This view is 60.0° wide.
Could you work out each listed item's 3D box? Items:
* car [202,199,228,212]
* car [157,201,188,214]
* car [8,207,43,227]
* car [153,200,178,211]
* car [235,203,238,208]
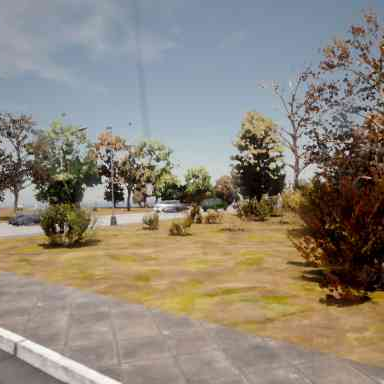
[{"bbox_3d":[3.715,2.100,53.502,2.150,2.045,5.566,-3,-2,32],"label":"car"},{"bbox_3d":[-2.527,2.492,50.389,2.128,1.511,4.902,-3,-2,32],"label":"car"},{"bbox_3d":[-14.741,2.455,31.034,1.994,1.385,4.181,-3,-2,33],"label":"car"},{"bbox_3d":[-3.986,2.404,54.644,2.150,2.045,5.566,-3,-2,32],"label":"car"},{"bbox_3d":[9.366,2.575,62.406,1.895,1.301,4.718,-3,-2,33],"label":"car"}]
